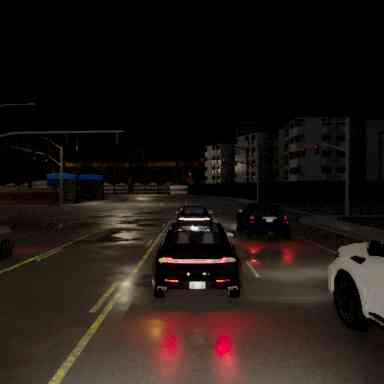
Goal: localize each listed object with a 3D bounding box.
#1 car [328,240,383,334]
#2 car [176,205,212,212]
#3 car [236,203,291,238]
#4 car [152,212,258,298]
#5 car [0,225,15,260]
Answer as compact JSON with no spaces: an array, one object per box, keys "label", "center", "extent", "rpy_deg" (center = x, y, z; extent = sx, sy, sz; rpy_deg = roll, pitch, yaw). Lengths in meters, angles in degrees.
[{"label":"car","center":[3.602,1.216,3.738],"extent":[2.150,2.045,5.566],"rpy_deg":[0,0,-1]},{"label":"car","center":[0.115,1.472,17.953],"extent":[2.128,1.511,4.902],"rpy_deg":[0,0,0]},{"label":"car","center":[3.613,1.331,17.600],"extent":[2.097,1.767,4.553],"rpy_deg":[0,1,0]},{"label":"car","center":[0.104,1.499,8.541],"extent":[2.128,1.511,4.902],"rpy_deg":[0,0,0]},{"label":"car","center":[-7.073,1.551,9.785],"extent":[1.812,1.442,4.674],"rpy_deg":[0,0,0]}]
